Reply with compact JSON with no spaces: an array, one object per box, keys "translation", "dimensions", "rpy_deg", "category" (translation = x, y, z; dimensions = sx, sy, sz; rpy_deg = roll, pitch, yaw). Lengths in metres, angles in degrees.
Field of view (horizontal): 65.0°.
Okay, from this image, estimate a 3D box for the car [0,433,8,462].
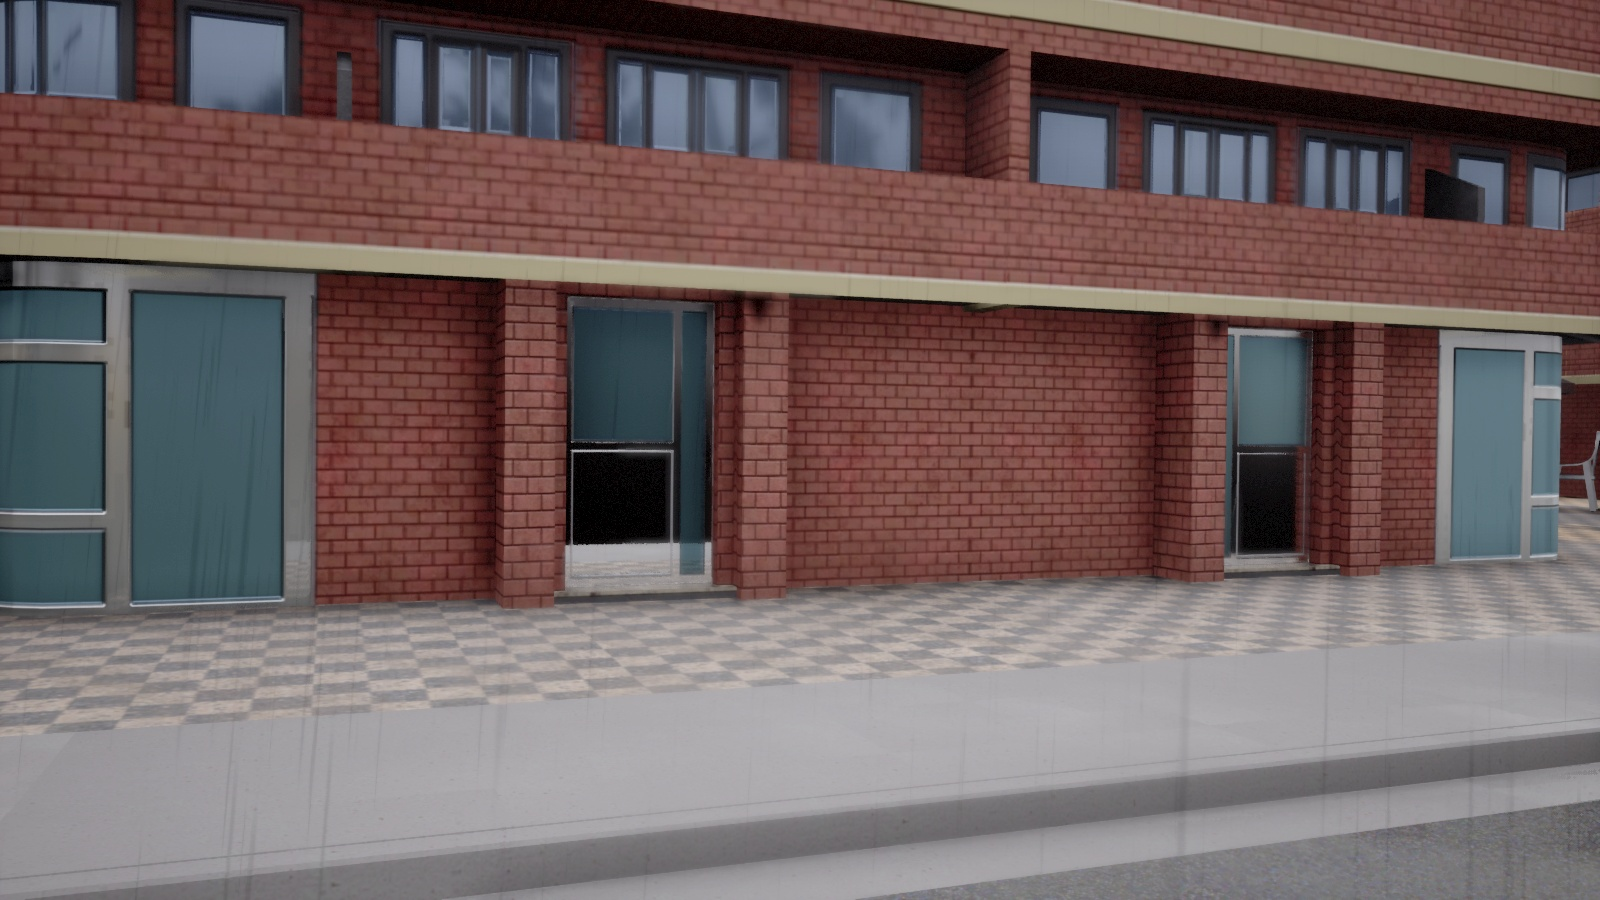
[{"translation":[-51.745,-0.142,79.594],"dimensions":[1.905,1.878,3.866],"rpy_deg":[-1,1,-21],"category":"car"}]
